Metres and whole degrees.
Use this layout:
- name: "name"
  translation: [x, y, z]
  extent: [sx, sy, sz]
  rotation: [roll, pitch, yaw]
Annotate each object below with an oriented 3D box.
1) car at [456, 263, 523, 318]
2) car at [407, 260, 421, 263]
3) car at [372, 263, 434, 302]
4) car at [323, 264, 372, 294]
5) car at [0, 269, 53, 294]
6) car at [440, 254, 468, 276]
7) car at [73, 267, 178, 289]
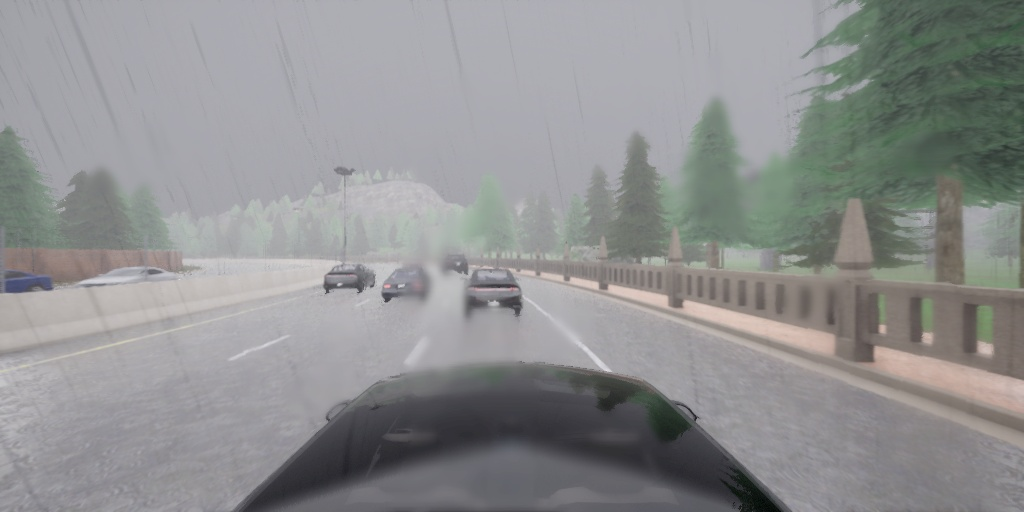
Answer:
- name: "car"
  translation: [-0.756, 1.193, 12.856]
  extent: [2.128, 1.511, 4.902]
  rotation: [0, 0, -6]
- name: "car"
  translation: [-10.243, 1.152, 37.535]
  extent: [1.812, 1.442, 4.674]
  rotation: [0, 0, -20]
- name: "car"
  translation: [-4.737, 1.247, 16.745]
  extent: [2.033, 1.411, 5.357]
  rotation: [0, 0, -9]
- name: "car"
  translation: [-8.916, 1.193, 20.005]
  extent: [2.128, 1.511, 4.902]
  rotation: [0, 0, -10]
- name: "car"
  translation: [-22.349, 1.259, 14.748]
  extent: [1.882, 1.535, 5.008]
  rotation: [0, 0, -10]
- name: "car"
  translation: [-5.810, 0.838, 35.626]
  extent: [2.150, 2.045, 5.566]
  rotation: [0, 0, -19]
- name: "car"
  translation: [-19.462, 1.278, 18.375]
  extent: [1.812, 1.442, 4.674]
  rotation: [0, 0, -12]
